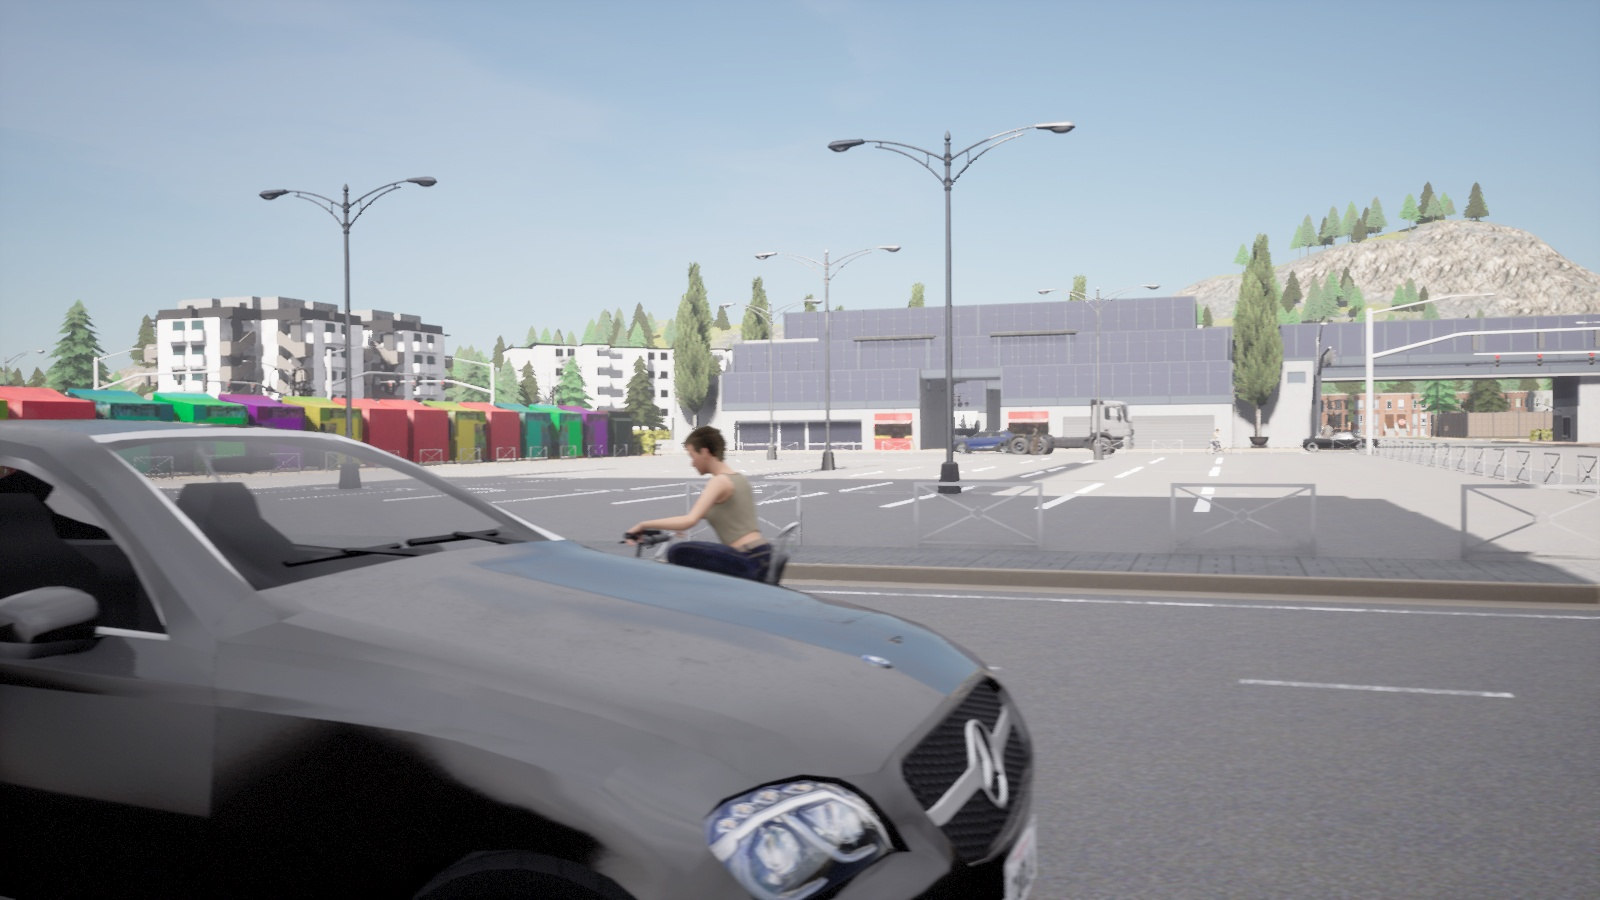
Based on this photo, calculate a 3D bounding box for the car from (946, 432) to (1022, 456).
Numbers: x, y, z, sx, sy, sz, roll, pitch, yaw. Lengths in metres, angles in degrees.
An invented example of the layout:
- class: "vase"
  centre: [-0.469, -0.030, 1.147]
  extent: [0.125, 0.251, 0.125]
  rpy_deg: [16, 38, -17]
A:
- class: "car"
  centre: [12.704, -0.442, 86.452]
  extent: [4.856, 1.649, 2.033]
  rpy_deg: [0, 1, 20]

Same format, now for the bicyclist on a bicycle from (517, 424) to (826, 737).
- class: "bicyclist on a bicycle"
  centre: [-0.706, 0.665, 7.117]
  extent: [1.509, 1.612, 0.866]
  rpy_deg: [0, 1, 19]

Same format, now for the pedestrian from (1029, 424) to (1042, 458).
- class: "pedestrian"
  centre: [13.477, -0.505, 71.903]
  extent: [0.692, 1.930, 0.395]
  rpy_deg: [0, 1, 2]

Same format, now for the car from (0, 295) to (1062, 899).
- class: "car"
  centre: [-1.883, 0.556, 3.823]
  extent: [5.027, 1.651, 2.152]
  rpy_deg: [0, 1, 19]

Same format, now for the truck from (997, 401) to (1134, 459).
- class: "truck"
  centre: [16.428, -1.230, 77.580]
  extent: [7.936, 3.462, 2.891]
  rpy_deg: [0, 1, 20]

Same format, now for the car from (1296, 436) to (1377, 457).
- class: "car"
  centre: [35.005, -0.233, 82.072]
  extent: [4.718, 1.301, 1.895]
  rpy_deg: [0, 1, 19]
